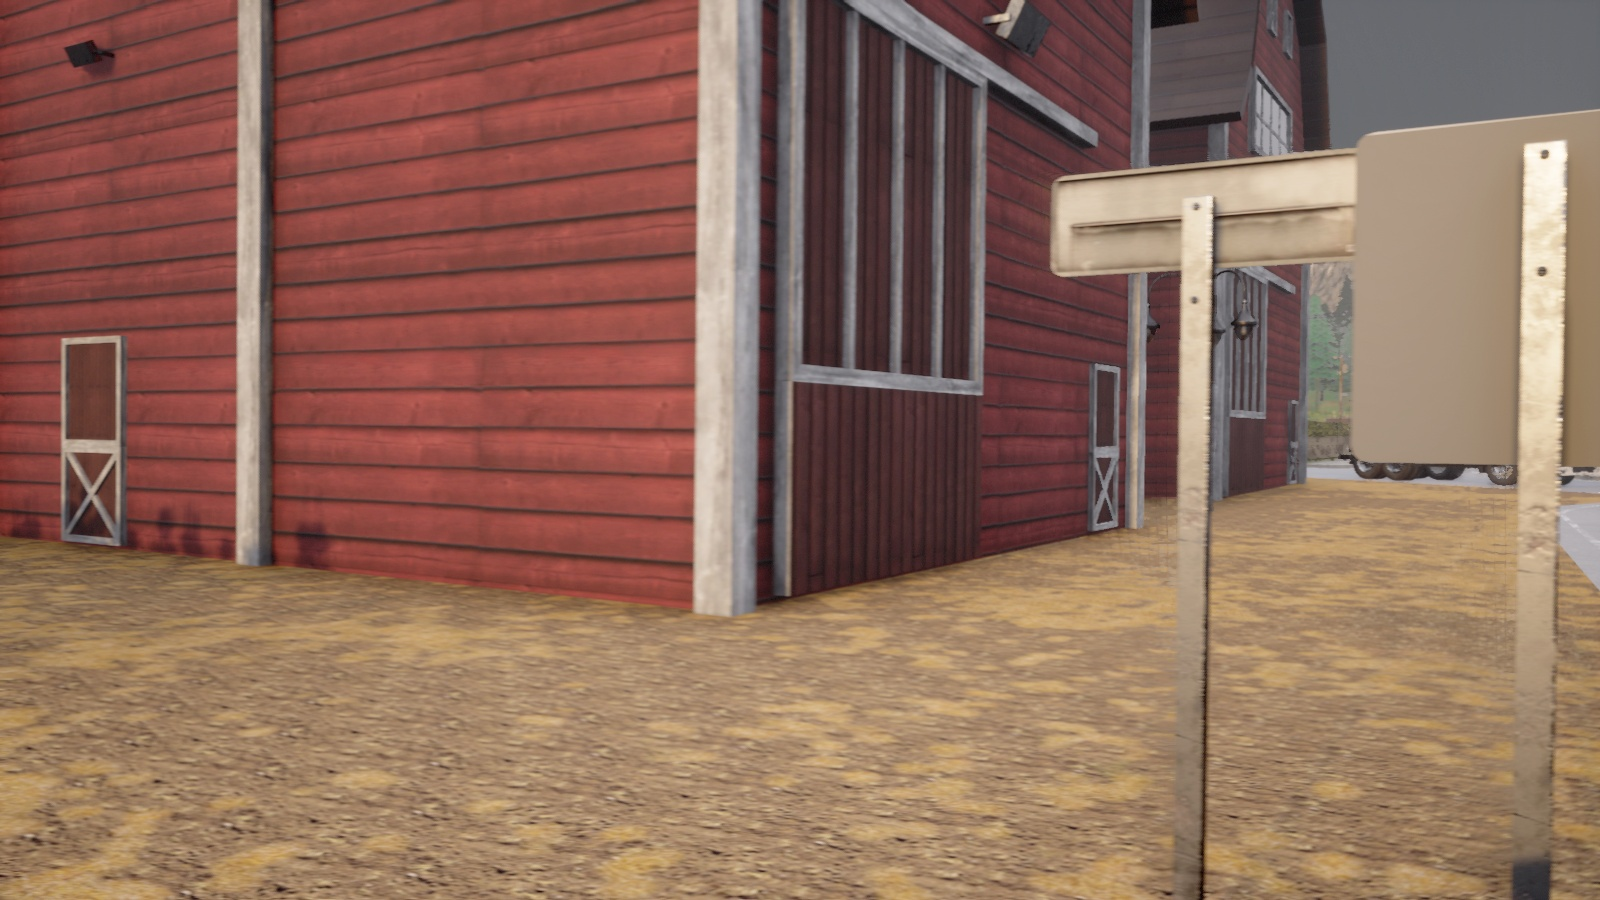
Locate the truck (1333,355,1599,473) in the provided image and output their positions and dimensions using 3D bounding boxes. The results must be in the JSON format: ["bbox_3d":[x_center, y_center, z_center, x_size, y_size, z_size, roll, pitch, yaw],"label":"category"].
[{"bbox_3d":[21.600,-1.134,40.914,2.891,3.462,7.936,-1,1,-25],"label":"truck"}]
